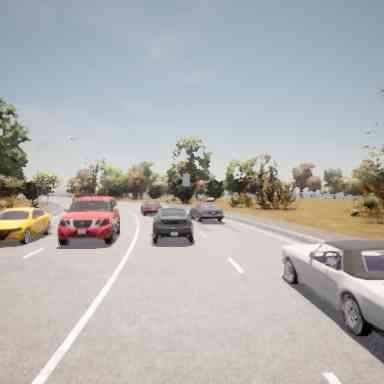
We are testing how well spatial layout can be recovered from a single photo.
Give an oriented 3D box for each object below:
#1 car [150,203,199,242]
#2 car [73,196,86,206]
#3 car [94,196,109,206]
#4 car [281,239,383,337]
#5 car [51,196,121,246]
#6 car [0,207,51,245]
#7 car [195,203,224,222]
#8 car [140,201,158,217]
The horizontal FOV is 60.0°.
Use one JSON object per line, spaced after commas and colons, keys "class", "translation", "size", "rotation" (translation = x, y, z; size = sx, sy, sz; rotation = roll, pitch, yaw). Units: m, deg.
{"class": "car", "translation": [-1.023, 1.509, 16.400], "size": [1.837, 1.490, 4.892], "rotation": [0, 0, -7]}
{"class": "car", "translation": [-18.951, 1.528, 55.865], "size": [1.837, 1.490, 4.892], "rotation": [0, 0, -23]}
{"class": "car", "translation": [-15.604, 1.503, 56.978], "size": [1.882, 1.535, 5.008], "rotation": [0, 0, -22]}
{"class": "car", "translation": [3.330, 1.594, 6.611], "size": [1.895, 1.301, 4.718], "rotation": [0, 0, -3]}
{"class": "car", "translation": [-4.645, 1.232, 15.814], "size": [2.150, 2.045, 5.566], "rotation": [0, 0, -7]}
{"class": "car", "translation": [-8.194, 1.494, 15.838], "size": [1.882, 1.535, 5.008], "rotation": [0, 0, -7]}
{"class": "car", "translation": [1.078, 1.551, 26.317], "size": [2.033, 1.411, 5.357], "rotation": [0, 0, -10]}
{"class": "car", "translation": [-4.135, 1.576, 33.848], "size": [1.994, 1.385, 4.181], "rotation": [0, 0, -13]}
